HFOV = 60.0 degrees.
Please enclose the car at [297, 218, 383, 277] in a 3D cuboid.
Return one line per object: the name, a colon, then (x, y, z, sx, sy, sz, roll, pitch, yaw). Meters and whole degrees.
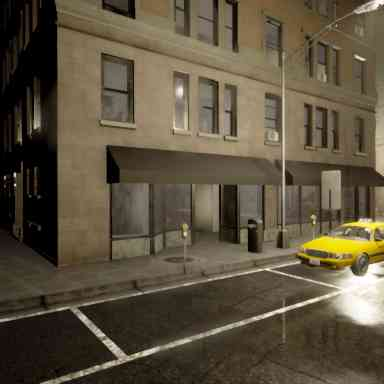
car: (5.218, 1.526, 10.242, 4.829, 1.417, 1.752, 0, 0, -35)
